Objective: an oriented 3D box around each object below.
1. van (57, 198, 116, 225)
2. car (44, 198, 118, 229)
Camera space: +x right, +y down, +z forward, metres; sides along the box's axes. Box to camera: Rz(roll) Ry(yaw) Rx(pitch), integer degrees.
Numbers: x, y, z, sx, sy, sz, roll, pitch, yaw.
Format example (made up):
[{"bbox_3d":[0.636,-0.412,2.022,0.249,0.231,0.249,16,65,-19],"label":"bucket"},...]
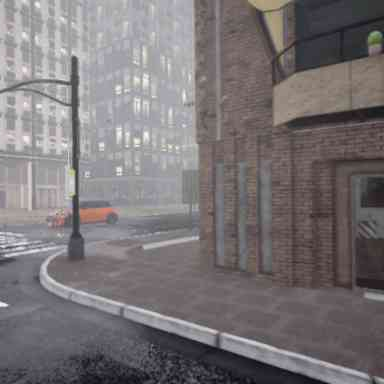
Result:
[{"bbox_3d":[-7.745,1.350,24.724,1.690,1.788,3.998,-1,-1,36],"label":"van"},{"bbox_3d":[-7.030,1.321,21.303,2.097,1.767,4.553,-1,-1,36],"label":"car"}]
